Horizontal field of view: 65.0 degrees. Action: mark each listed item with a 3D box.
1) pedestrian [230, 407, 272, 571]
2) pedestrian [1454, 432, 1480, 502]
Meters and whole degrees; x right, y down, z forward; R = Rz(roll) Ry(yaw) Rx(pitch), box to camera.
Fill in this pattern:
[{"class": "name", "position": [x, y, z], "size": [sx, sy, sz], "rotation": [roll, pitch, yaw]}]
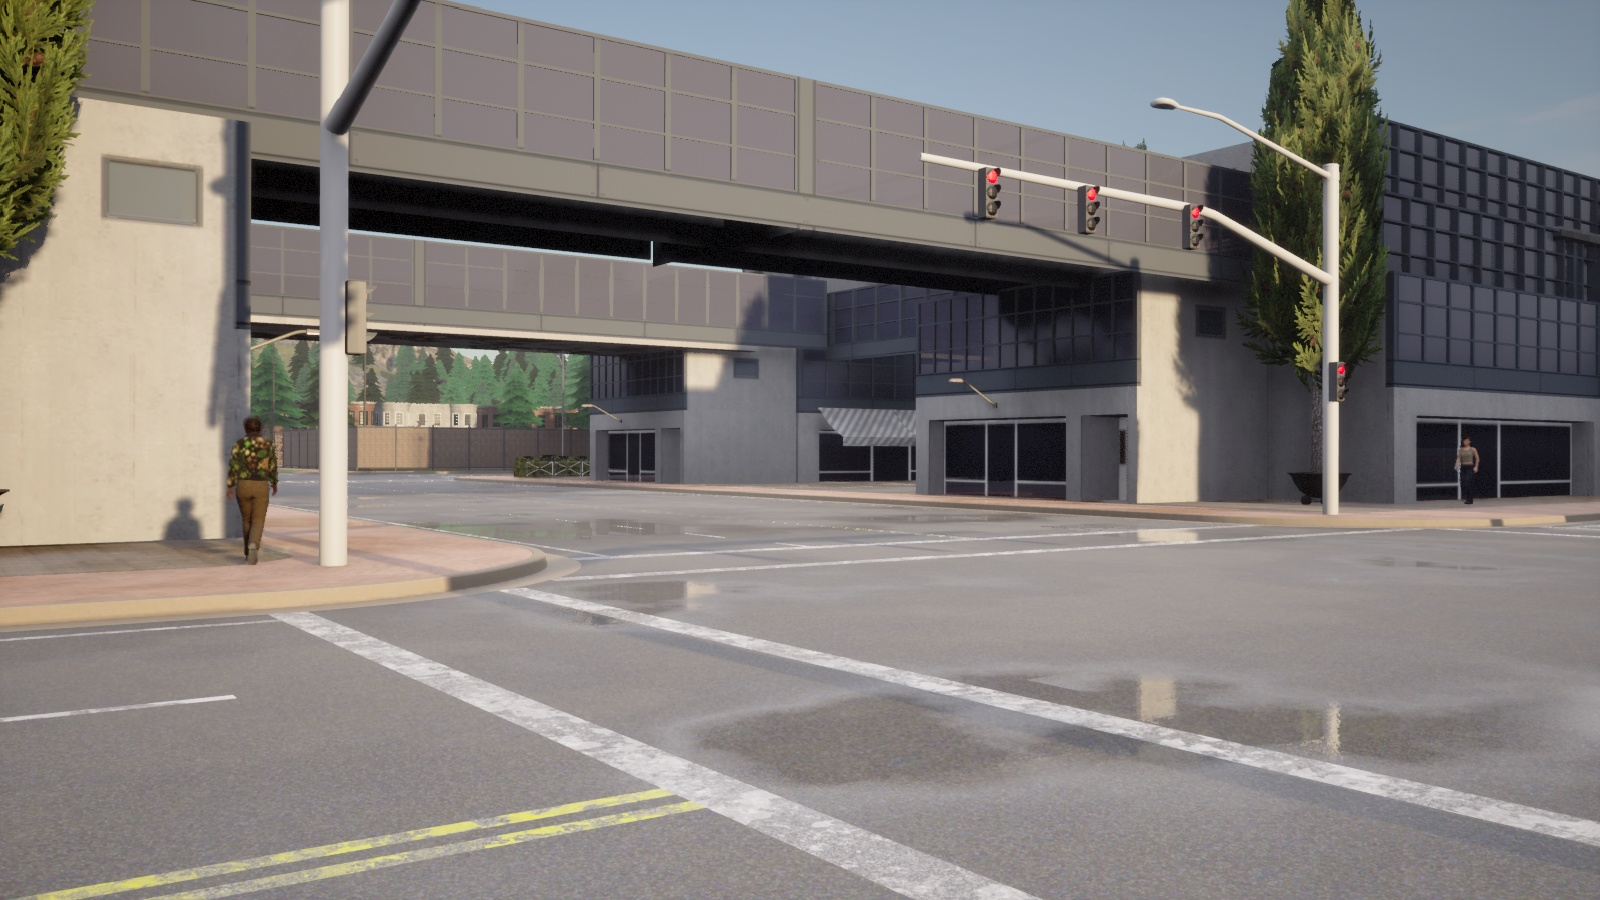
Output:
[{"class": "pedestrian", "position": [-6.621, 0.455, 15.167], "size": [0.395, 1.930, 0.692], "rotation": [0, 0, -18]}, {"class": "pedestrian", "position": [17.602, 0.447, 33.139], "size": [0.594, 1.836, 0.345], "rotation": [0, 0, -31]}]
